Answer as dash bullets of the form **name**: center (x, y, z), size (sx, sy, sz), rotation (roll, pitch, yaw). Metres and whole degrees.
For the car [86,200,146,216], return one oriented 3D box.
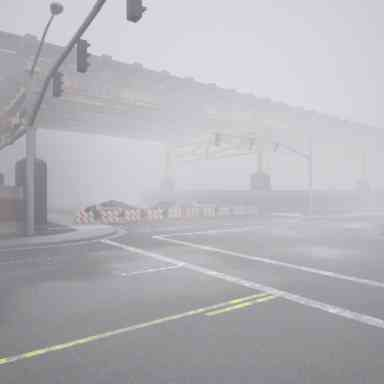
- **car**: center (-6.261, 1.295, 27.605), size (4.536, 1.218, 1.853), rotation (0, 0, 8)

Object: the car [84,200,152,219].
- **car**: center (-6.209, 1.453, 27.598), size (4.974, 1.542, 2.038), rotation (0, 0, 8)

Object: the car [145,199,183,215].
- **car**: center (-2.446, 1.295, 30.329), size (1.853, 1.218, 4.536), rotation (0, 0, 18)

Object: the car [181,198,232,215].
- **car**: center (1.452, 1.453, 34.036), size (4.974, 1.542, 2.038), rotation (0, 0, -7)

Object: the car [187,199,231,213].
- **car**: center (1.400, 1.295, 34.029), size (4.536, 1.218, 1.853), rotation (0, 0, -7)

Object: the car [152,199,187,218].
- **car**: center (-2.462, 1.453, 30.280), size (2.038, 1.542, 4.974), rotation (0, 0, 18)
